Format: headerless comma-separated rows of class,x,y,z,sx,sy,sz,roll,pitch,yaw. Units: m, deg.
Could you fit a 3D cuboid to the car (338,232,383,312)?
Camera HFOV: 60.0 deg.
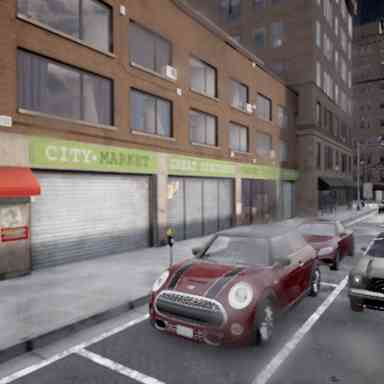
car,4.661,1.588,7.048,1.895,1.301,4.718,0,0,35

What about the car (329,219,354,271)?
car,4.213,1.566,10.920,1.802,1.307,4.206,-1,0,35

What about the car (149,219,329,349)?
car,1.028,1.434,6.330,1.967,1.590,4.097,-1,0,35

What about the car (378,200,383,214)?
car,20.126,1.472,33.871,1.887,1.381,4.507,-1,0,35
